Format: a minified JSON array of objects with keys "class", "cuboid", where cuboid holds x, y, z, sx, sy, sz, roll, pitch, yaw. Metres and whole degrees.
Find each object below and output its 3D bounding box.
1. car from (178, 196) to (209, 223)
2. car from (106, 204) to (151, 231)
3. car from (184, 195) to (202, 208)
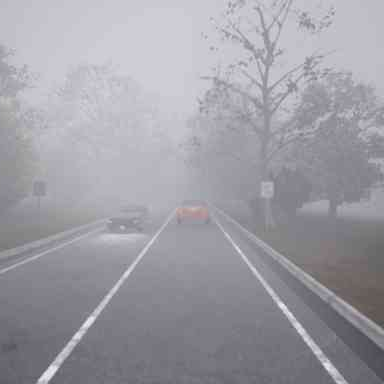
[{"class":"car","cuboid":[0.093,1.193,23.722,2.097,1.767,4.553,0,1,0]},{"class":"car","cuboid":[-3.580,1.422,19.824,2.033,1.411,5.357,0,0,0]},{"class":"car","cuboid":[0.087,1.189,41.924,2.128,1.511,4.902,0,0,0]}]
